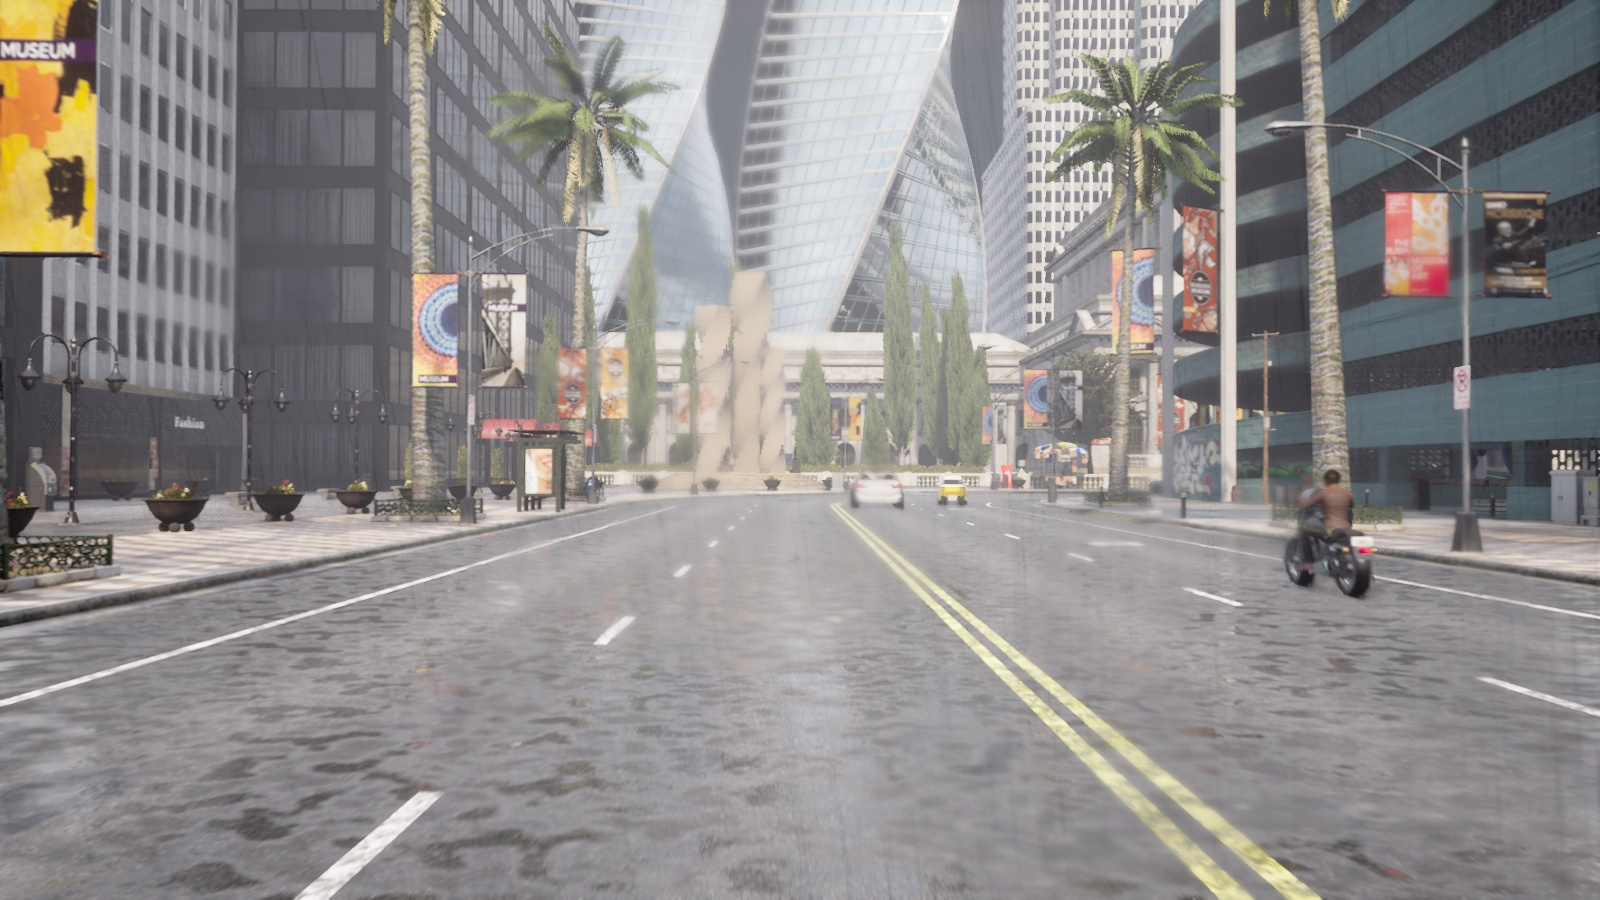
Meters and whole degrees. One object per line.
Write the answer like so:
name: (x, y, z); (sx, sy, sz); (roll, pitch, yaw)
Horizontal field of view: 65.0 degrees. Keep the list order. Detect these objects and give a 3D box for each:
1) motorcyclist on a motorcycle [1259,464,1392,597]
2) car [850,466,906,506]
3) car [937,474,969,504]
motorcyclist on a motorcycle: (6.945, 1.017, 16.743); (0.766, 1.649, 2.350); (0, -1, 0)
car: (3.367, 1.567, 55.085); (2.242, 1.667, 4.611); (0, -1, 1)
car: (7.288, 1.843, 59.902); (1.481, 1.376, 2.207); (-1, -1, 7)
